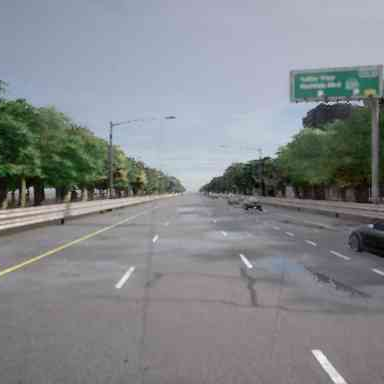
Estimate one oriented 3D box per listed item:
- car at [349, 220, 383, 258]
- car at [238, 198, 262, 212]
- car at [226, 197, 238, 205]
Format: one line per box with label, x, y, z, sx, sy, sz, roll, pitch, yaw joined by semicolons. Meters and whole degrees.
car;7.002;1.567;11.070;1.994;1.385;4.181;0;0;0
car;7.020;1.500;39.515;1.837;1.490;4.892;0;0;0
car;7.028;1.539;57.171;2.033;1.411;5.357;0;0;0
